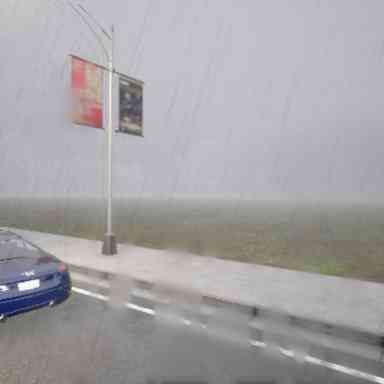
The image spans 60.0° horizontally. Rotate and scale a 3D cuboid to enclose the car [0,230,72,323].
[{"bbox_3d":[-4.304,1.474,6.633,4.181,1.385,1.994,1,1,36],"label":"car"}]
